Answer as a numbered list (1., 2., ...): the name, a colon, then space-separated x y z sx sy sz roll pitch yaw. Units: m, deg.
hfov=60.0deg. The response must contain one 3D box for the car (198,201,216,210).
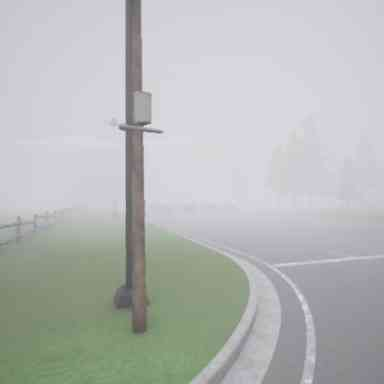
1. car: 2.948 2.598 65.851 2.097 1.767 4.553 0 -1 -17

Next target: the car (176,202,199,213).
1. car: -0.873 2.542 54.119 1.882 1.535 5.008 0 -1 -17

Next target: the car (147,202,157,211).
1. car: -7.119 2.659 62.865 2.097 1.767 4.553 0 -1 -17

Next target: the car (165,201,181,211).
1. car: -3.763 2.639 63.860 2.097 1.767 4.553 0 -1 -17

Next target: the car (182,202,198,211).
1. car: -0.414 2.772 64.881 1.837 1.490 4.892 0 -1 -17

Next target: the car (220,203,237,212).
1. car: 5.861 2.513 56.033 2.128 1.511 4.902 0 -1 -17

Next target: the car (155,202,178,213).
1. car: -4.159 2.684 53.063 1.895 1.301 4.718 0 -1 -16

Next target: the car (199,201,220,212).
1. car: 2.482 2.521 55.117 1.882 1.535 5.008 0 -1 -17
